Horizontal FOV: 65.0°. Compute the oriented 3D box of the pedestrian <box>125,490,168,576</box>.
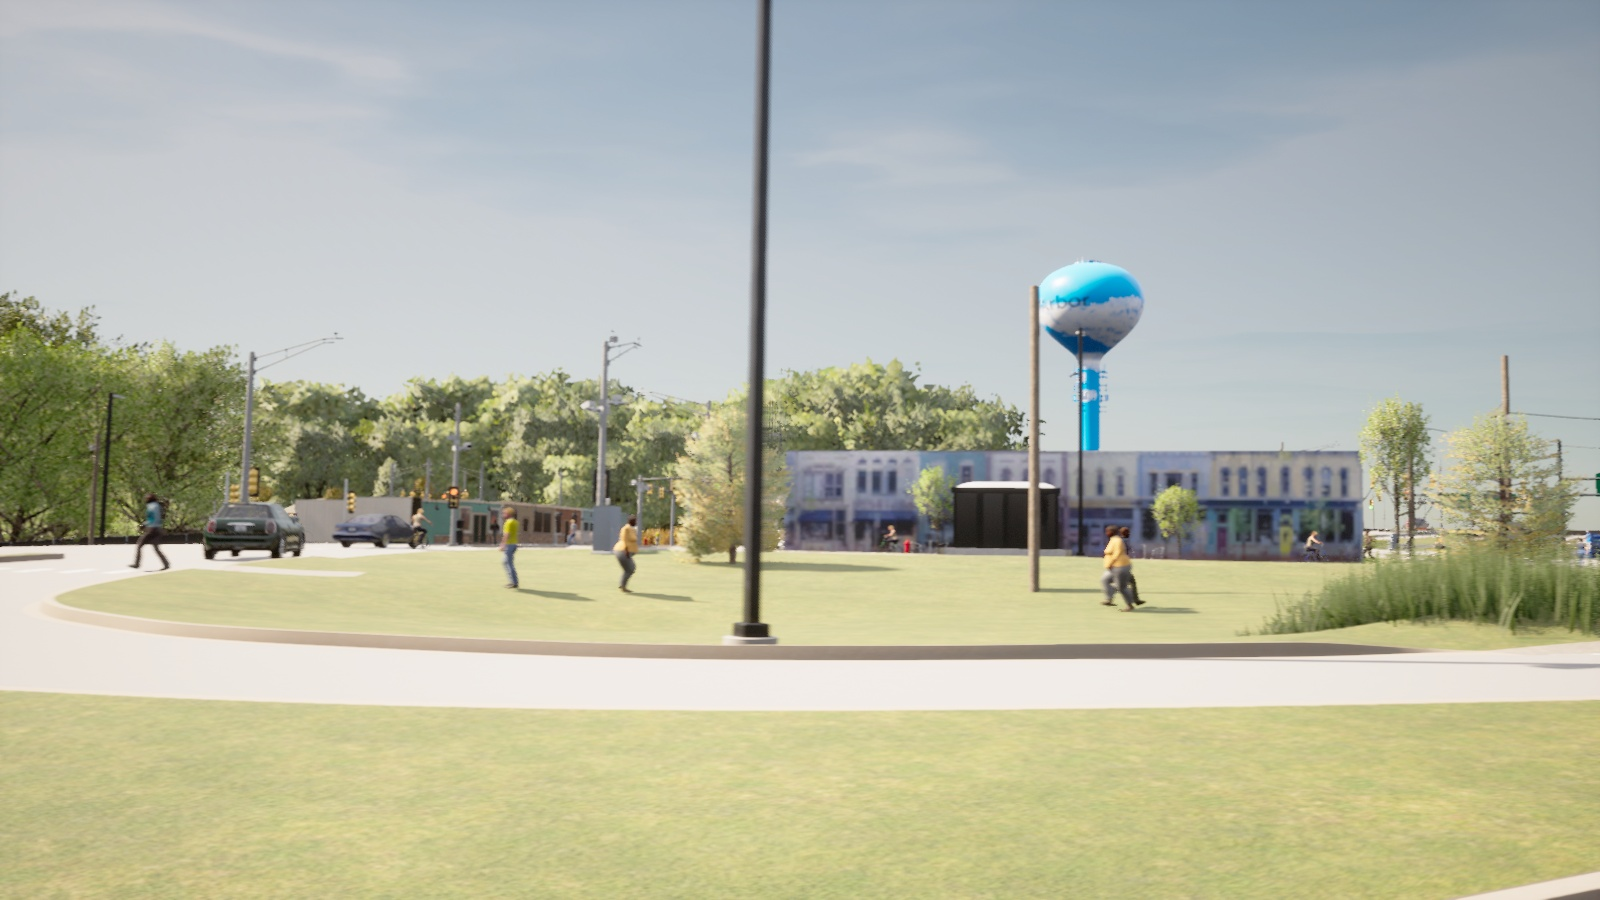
[{"bbox_3d":[-14.942,1.893,28.719,0.692,1.930,0.396,2,-5,-11],"label":"pedestrian"}]

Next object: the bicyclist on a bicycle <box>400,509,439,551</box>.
[{"bbox_3d":[-14.875,3.138,49.086,0.866,1.612,1.509,0,-4,7],"label":"bicyclist on a bicycle"}]

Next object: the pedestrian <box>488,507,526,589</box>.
[{"bbox_3d":[-6.603,2.206,28.320,0.706,1.836,0.354,1,-5,2],"label":"pedestrian"}]

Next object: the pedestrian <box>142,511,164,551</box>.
[{"bbox_3d":[-29.747,3.722,57.752,0.370,1.835,0.726,-2,-5,27],"label":"pedestrian"}]

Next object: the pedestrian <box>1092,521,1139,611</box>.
[{"bbox_3d":[6.711,2.466,26.769,0.900,1.855,0.874,0,-5,9],"label":"pedestrian"}]

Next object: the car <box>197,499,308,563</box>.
[{"bbox_3d":[-16.305,2.420,37.656,2.097,1.767,4.553,1,-3,-12],"label":"car"}]

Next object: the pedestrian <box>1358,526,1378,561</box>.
[{"bbox_3d":[29.942,4.930,66.225,0.869,1.805,0.328,1,-5,2],"label":"pedestrian"}]

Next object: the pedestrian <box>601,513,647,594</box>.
[{"bbox_3d":[-4.119,2.431,29.422,0.900,1.855,0.874,1,-5,0],"label":"pedestrian"}]

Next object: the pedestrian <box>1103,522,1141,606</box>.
[{"bbox_3d":[7.178,2.536,27.975,0.726,1.835,0.370,1,-5,-7],"label":"pedestrian"}]

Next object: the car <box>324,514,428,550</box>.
[{"bbox_3d":[-17.615,3.437,52.441,2.033,1.411,5.357,0,-4,6],"label":"car"}]
